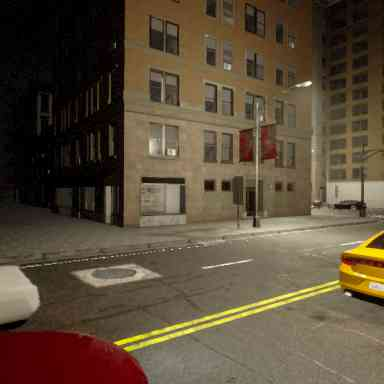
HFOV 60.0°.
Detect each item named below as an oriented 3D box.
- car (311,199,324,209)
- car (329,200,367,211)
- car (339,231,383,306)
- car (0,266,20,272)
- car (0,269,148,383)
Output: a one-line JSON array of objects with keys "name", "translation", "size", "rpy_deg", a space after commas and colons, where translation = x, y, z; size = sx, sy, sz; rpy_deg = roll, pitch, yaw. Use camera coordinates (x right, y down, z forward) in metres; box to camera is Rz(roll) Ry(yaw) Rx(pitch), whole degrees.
[{"name": "car", "translation": [15.549, 1.582, 44.926], "size": [2.008, 1.369, 4.403], "rpy_deg": [0, 0, -35]}, {"name": "car", "translation": [18.826, 1.597, 40.308], "size": [1.947, 1.339, 4.313], "rpy_deg": [0, 0, -35]}, {"name": "car", "translation": [5.201, 1.478, 7.170], "size": [5.008, 1.535, 1.882], "rpy_deg": [0, 0, -35]}, {"name": "car", "translation": [-4.696, 1.601, 4.324], "size": [4.718, 1.301, 1.895], "rpy_deg": [0, 0, -36]}, {"name": "car", "translation": [-2.426, 1.526, 1.708], "size": [4.674, 1.442, 1.812], "rpy_deg": [0, 0, -36]}]
